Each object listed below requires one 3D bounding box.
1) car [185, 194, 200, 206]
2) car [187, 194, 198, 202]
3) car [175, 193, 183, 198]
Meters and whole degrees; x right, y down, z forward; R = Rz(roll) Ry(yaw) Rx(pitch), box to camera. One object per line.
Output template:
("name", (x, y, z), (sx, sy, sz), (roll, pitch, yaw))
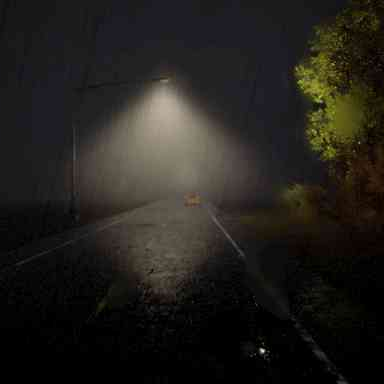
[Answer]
("car", (0.090, 1.170, 47.422), (1.882, 1.535, 5.008), (0, 0, 0))
("car", (0.085, 1.138, 65.805), (1.994, 1.385, 4.181), (0, 0, 0))
("car", (-3.519, 0.987, 87.922), (1.994, 1.385, 4.181), (0, 0, 0))
